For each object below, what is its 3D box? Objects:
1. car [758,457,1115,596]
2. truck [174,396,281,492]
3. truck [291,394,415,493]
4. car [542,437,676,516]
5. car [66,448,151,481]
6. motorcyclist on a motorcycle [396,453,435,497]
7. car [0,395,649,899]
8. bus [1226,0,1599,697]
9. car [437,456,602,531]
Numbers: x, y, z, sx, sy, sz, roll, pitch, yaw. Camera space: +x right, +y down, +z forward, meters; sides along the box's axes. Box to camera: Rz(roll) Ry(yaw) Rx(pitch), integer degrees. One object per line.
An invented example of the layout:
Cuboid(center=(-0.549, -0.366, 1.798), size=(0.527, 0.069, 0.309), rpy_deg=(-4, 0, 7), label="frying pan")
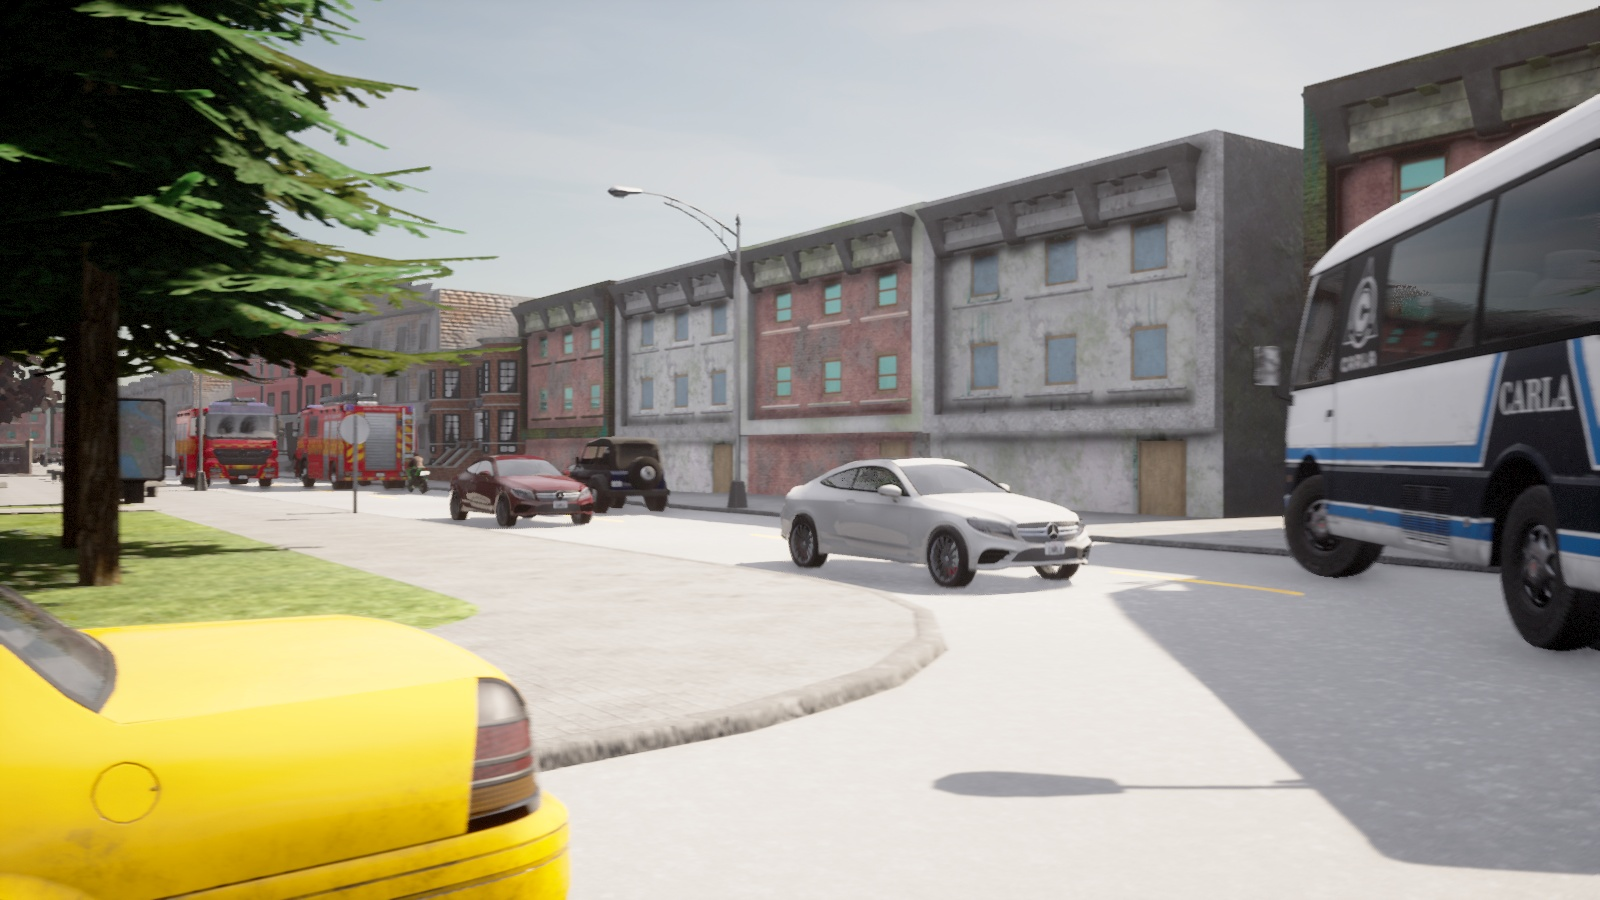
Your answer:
Cuboid(center=(1.480, 0.808, 15.507), size=(1.812, 1.442, 4.674), rpy_deg=(0, 0, -33), label="car")
Cuboid(center=(-25.078, -0.222, 54.732), size=(2.891, 3.827, 8.468), rpy_deg=(0, 0, -34), label="truck")
Cuboid(center=(-18.912, -0.241, 52.773), size=(2.891, 3.827, 8.468), rpy_deg=(0, 0, -34), label="truck")
Cuboid(center=(-4.955, 0.635, 32.171), size=(1.905, 1.878, 3.866), rpy_deg=(0, 0, -34), label="car")
Cuboid(center=(-39.839, 0.817, 72.386), size=(1.905, 1.878, 3.866), rpy_deg=(0, 0, 40), label="car")
Cuboid(center=(-13.897, 0.877, 45.372), size=(0.797, 1.523, 2.044), rpy_deg=(0, 0, -34), label="motorcyclist on a motorcycle")
Cuboid(center=(-3.050, 0.696, 2.055), size=(5.366, 1.575, 1.801), rpy_deg=(0, 0, -36), label="car")
Cuboid(center=(7.303, -0.615, 12.048), size=(3.944, 4.253, 10.273), rpy_deg=(1, 0, 7), label="bus")
Cuboid(center=(-6.049, 0.853, 26.654), size=(1.812, 1.442, 4.674), rpy_deg=(0, 0, -34), label="car")
